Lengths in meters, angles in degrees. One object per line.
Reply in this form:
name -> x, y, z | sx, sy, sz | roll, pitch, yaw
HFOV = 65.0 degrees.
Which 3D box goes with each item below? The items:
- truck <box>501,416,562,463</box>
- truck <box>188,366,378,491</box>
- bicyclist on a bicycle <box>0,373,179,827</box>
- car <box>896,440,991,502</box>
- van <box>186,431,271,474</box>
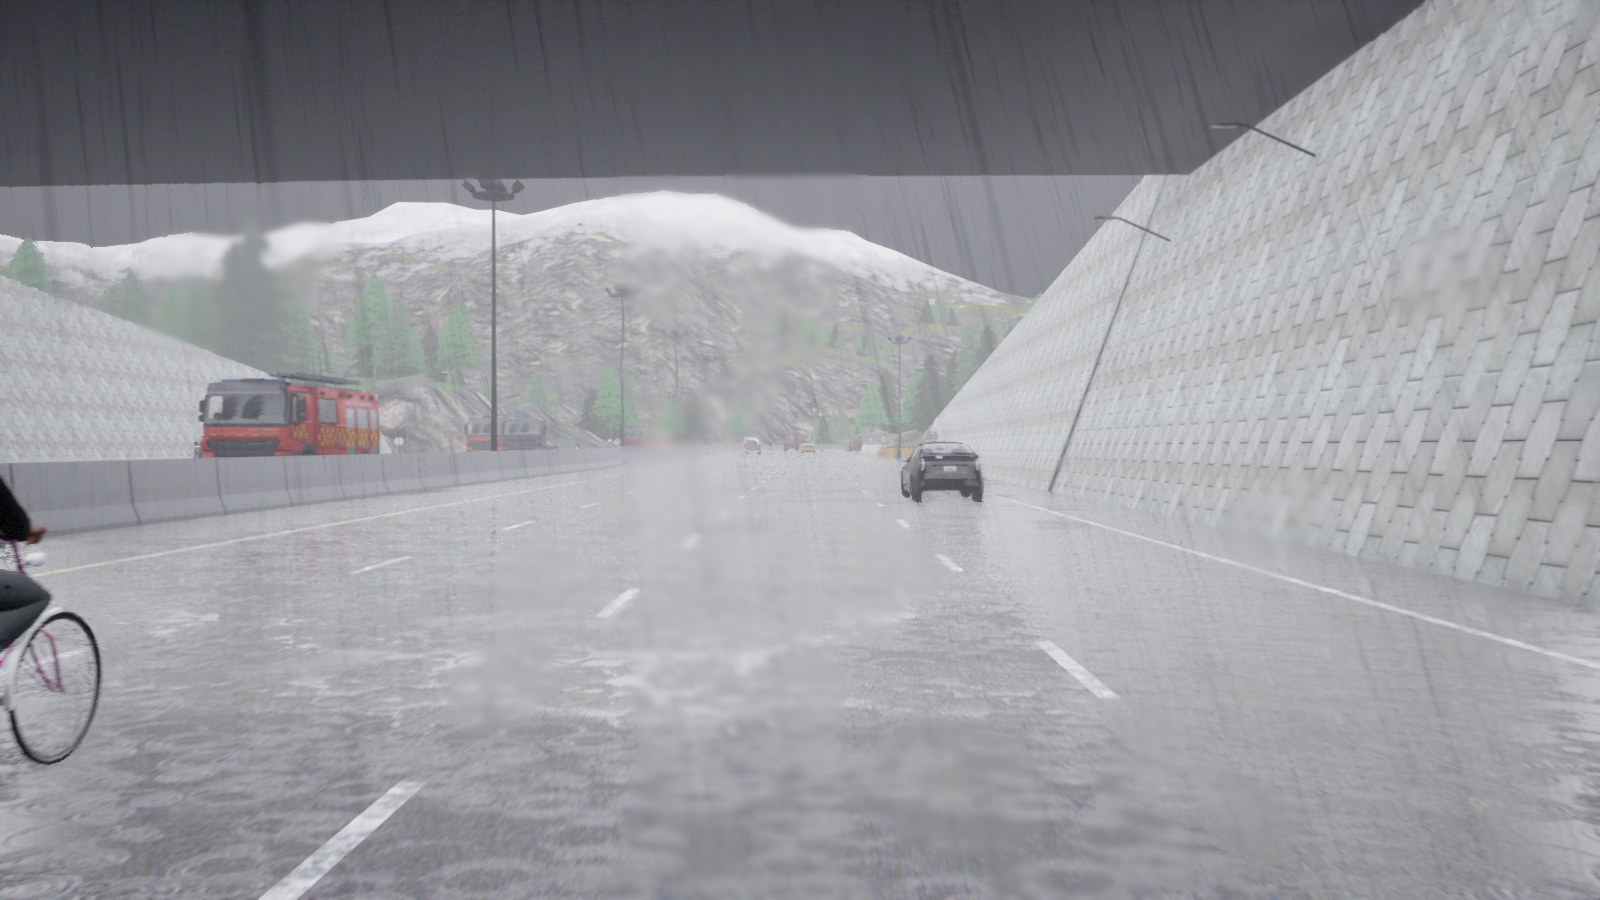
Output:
truck -> -20.354, -0.791, 95.660 | 2.891, 3.462, 7.936 | 0, 0, 0
truck -> -17.215, -0.672, 42.554 | 2.891, 3.827, 8.468 | 0, 0, 0
bicyclist on a bicycle -> -3.454, 0.584, 5.380 | 0.659, 1.776, 1.843 | 0, 0, 0
car -> 3.722, 0.508, 33.318 | 2.007, 1.525, 4.514 | 0, 0, 0
van -> -27.592, 0.105, 60.796 | 2.069, 2.038, 4.480 | 0, 0, 0
